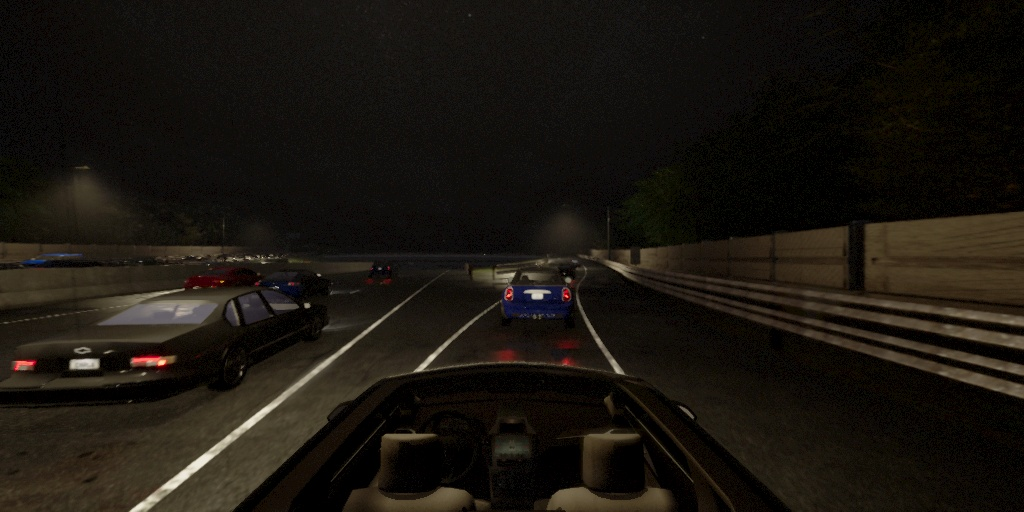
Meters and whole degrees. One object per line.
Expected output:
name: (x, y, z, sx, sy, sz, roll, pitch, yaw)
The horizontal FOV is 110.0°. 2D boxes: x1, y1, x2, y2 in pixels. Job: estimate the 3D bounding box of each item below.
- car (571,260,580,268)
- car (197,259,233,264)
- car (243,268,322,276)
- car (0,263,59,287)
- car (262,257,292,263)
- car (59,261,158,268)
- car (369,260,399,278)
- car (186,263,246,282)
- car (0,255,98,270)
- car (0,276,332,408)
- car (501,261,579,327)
car: (11.202, 1.382, 64.088, 1.994, 1.385, 4.181, 0, 1, 9)
car: (-34.802, 1.377, 41.695, 1.812, 1.442, 4.674, 0, -1, -8)
car: (-9.998, 1.289, 16.609, 1.994, 1.385, 4.181, 0, 0, -8)
car: (-32.158, 1.179, 22.153, 2.033, 1.411, 5.357, 0, 0, -8)
car: (-27.769, 1.237, 41.831, 2.097, 1.767, 4.553, 0, -1, -8)
car: (-25.268, 1.229, 23.427, 2.033, 1.411, 5.357, 0, -1, -8)
car: (-12.603, 1.226, 35.557, 2.097, 1.767, 4.553, 0, -1, -8)
car: (-13.644, 1.234, 17.527, 1.812, 1.442, 4.674, 0, 0, -8)
car: (-28.717, 1.009, 22.853, 2.097, 1.767, 4.553, 0, -1, -8)
car: (-5.183, 1.273, 6.547, 2.033, 1.411, 5.357, 0, 0, -8)
car: (0.907, 1.130, 11.915, 2.097, 1.767, 4.553, 0, 0, 6)
